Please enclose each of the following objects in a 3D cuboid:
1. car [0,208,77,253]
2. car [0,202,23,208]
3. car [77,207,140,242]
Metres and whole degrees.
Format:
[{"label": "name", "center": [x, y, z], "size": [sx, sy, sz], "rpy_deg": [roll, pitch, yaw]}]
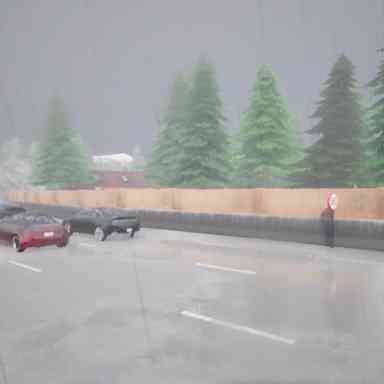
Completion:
[{"label": "car", "center": [-6.942, 1.570, 13.916], "size": [4.181, 1.385, 1.994], "rpy_deg": [0, 0, 41]}, {"label": "car", "center": [-14.452, 1.514, 25.878], "size": [1.837, 1.490, 4.892], "rpy_deg": [0, 0, -44]}, {"label": "car", "center": [-4.652, 1.492, 16.563], "size": [4.902, 1.511, 2.128], "rpy_deg": [0, 0, 41]}]
